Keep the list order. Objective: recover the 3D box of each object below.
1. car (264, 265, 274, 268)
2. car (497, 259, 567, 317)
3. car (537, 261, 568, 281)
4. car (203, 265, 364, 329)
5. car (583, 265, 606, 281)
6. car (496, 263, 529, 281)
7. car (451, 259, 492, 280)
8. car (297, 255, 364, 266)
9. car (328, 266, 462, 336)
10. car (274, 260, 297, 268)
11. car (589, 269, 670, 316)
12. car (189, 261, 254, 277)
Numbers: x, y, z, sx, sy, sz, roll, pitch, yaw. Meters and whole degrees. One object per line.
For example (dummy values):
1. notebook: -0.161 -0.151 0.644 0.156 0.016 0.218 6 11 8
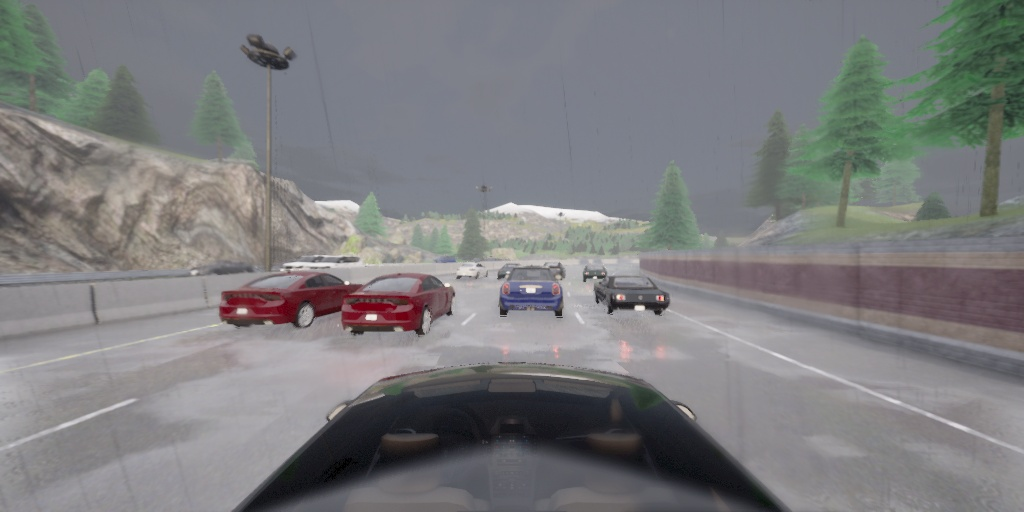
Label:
1. car: -21.018 1.188 33.898 2.128 1.511 4.902 0 0 12
2. car: 0.781 1.108 13.421 2.097 1.767 4.553 0 0 5
3. car: 3.610 1.261 31.008 2.128 1.511 4.902 0 0 13
4. car: -6.429 1.211 11.252 1.882 1.535 5.008 0 0 4
5. car: 6.883 1.379 29.791 1.895 1.301 4.718 0 0 12
6. car: 0.110 1.323 31.363 1.994 1.385 4.181 0 0 12
7. car: -3.444 1.274 31.553 1.812 1.442 4.674 0 0 12
8. car: -14.683 0.939 30.037 2.150 2.045 5.566 0 0 11
9. car: -2.983 1.221 10.495 1.882 1.535 5.008 0 0 4
10. car: -17.846 0.927 32.125 2.150 2.045 5.566 0 0 12
11. car: 4.277 1.367 13.612 1.895 1.301 4.718 0 0 5
12. car: -25.116 1.175 31.207 2.128 1.511 4.902 0 0 11
